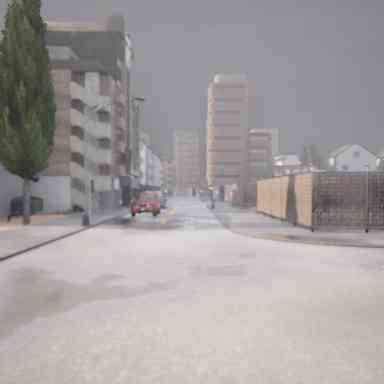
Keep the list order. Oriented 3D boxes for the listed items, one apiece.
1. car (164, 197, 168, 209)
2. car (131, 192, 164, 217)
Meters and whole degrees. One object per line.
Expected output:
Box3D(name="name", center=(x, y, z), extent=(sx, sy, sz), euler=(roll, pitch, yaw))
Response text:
Box3D(name="car", center=(-4.037, 1.288, 40.526), extent=(1.837, 1.490, 4.892), euler=(0, 0, 0))
Box3D(name="car", center=(-4.058, 1.060, 30.087), extent=(2.150, 2.045, 5.566), euler=(0, 0, 0))
